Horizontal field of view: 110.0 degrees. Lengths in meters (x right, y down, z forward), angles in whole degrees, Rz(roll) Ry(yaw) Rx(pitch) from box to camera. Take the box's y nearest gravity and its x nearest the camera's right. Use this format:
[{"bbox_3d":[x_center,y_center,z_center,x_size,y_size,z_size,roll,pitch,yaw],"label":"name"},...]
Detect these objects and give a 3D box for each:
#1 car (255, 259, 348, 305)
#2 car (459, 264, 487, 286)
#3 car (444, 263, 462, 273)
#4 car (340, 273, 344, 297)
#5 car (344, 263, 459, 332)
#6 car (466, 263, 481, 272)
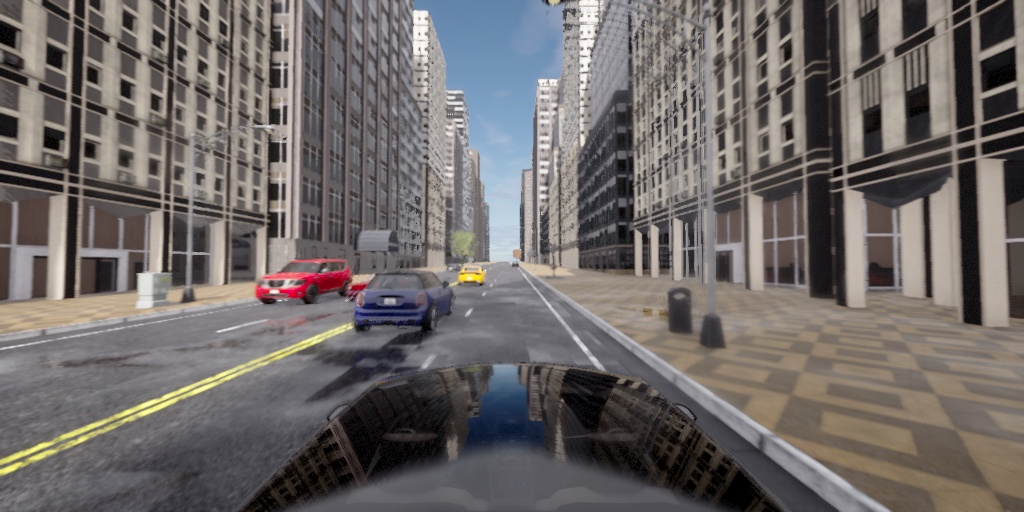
[{"bbox_3d":[-9.852,1.159,17.635,2.150,2.045,5.566,0,-1,0],"label":"car"},{"bbox_3d":[-3.156,1.553,29.378,1.882,1.535,5.008,0,-1,0],"label":"car"},{"bbox_3d":[-9.794,1.925,59.957,2.128,1.511,4.902,0,-1,1],"label":"car"},{"bbox_3d":[-6.602,1.546,18.297,1.895,1.301,4.718,0,-1,0],"label":"car"},{"bbox_3d":[-3.153,1.216,11.408,2.097,1.767,4.553,0,-1,0],"label":"car"},{"bbox_3d":[-6.527,1.995,61.149,2.033,1.411,5.357,0,-1,1],"label":"car"}]
